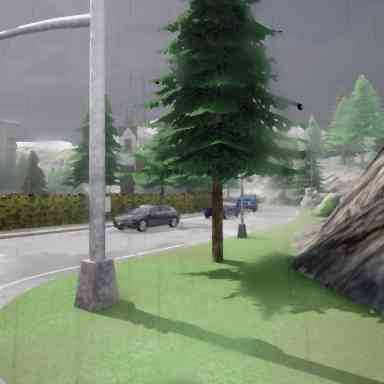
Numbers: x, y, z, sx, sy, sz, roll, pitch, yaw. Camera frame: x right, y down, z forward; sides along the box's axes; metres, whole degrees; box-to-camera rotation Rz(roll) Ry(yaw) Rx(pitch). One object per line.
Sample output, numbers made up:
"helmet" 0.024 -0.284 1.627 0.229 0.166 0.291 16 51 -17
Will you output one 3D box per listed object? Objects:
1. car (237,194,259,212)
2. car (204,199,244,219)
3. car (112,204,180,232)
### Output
"car" 6.522 1.221 38.802 2.150 2.045 5.566 0 0 16
"car" 2.723 1.601 29.124 1.895 1.301 4.718 0 0 26
"car" -2.655 1.505 20.337 1.837 1.490 4.892 0 0 35
